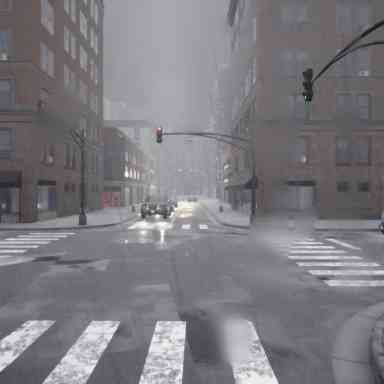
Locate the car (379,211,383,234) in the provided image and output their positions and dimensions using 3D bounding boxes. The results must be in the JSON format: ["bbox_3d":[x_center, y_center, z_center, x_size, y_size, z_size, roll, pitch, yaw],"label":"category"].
[{"bbox_3d":[11.040,1.617,14.647,4.718,1.301,1.895,0,0,2],"label":"car"}]

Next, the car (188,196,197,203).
[{"bbox_3d":[0.067,1.520,69.997,2.128,1.511,4.902,0,0,0],"label":"car"}]

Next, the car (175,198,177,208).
[{"bbox_3d":[-3.122,1.546,39.421,1.812,1.442,4.674,0,0,0],"label":"car"}]

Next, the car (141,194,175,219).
[{"bbox_3d":[-3.102,1.236,29.748,2.150,2.045,5.566,0,0,2],"label":"car"}]
